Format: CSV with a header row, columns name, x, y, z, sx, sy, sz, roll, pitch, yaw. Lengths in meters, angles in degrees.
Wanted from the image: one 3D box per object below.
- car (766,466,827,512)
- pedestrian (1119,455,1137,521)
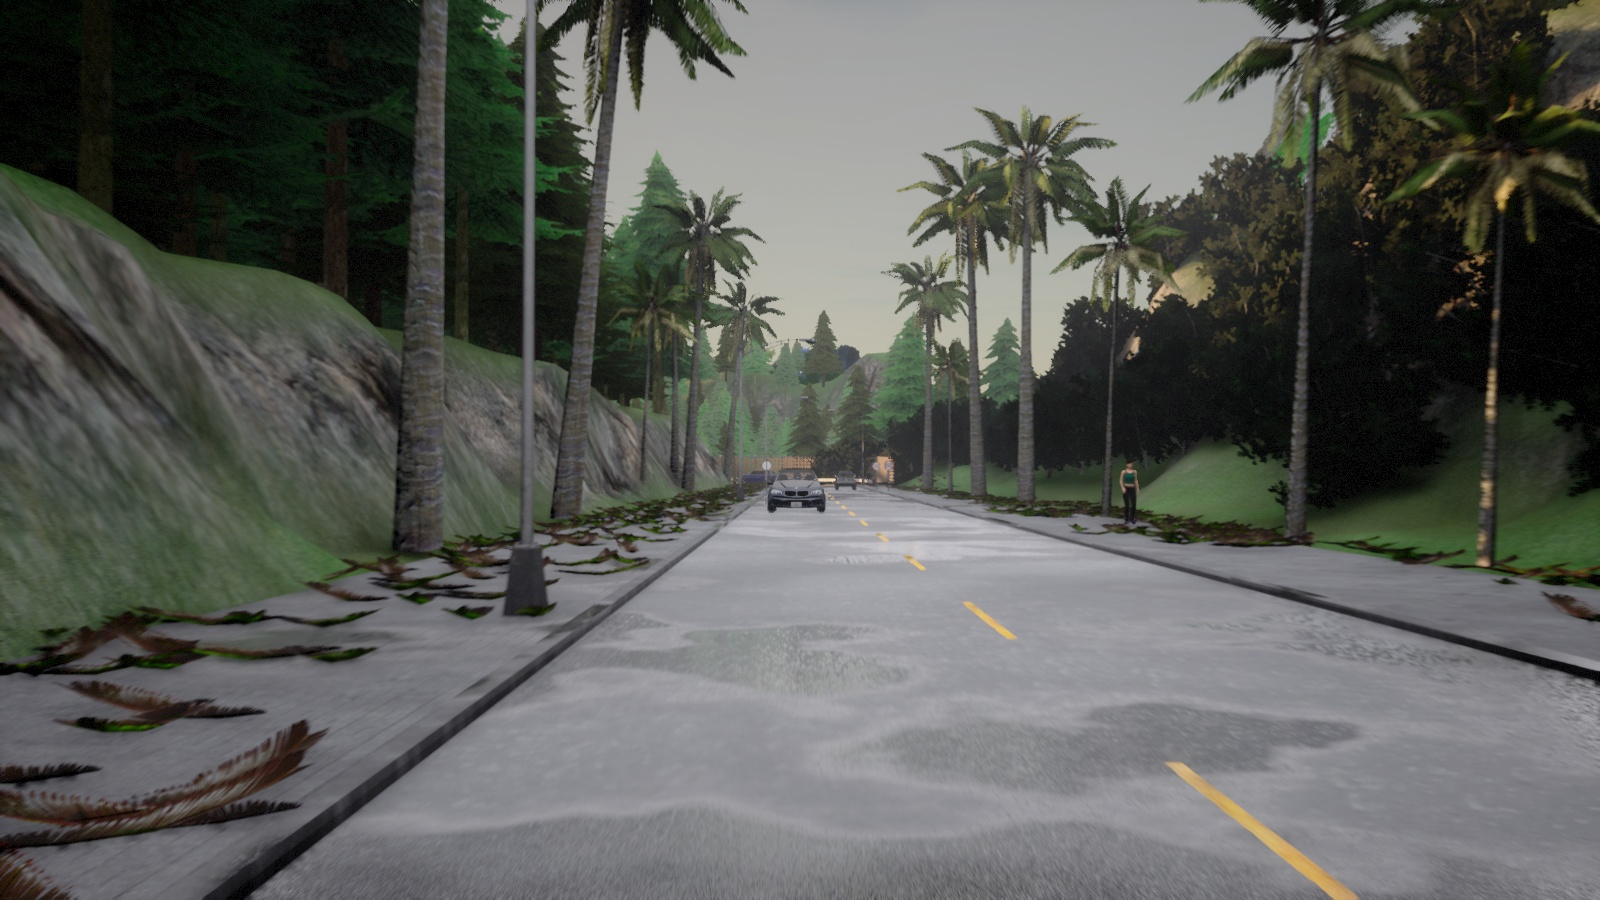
name,x,y,z,sx,sy,sz,roll,pitch,yaw
car,-0.121,1.470,48.611,2.242,1.667,4.611,0,-1,0
pedestrian,9.139,1.062,35.025,0.345,1.836,0.594,0,-1,0
